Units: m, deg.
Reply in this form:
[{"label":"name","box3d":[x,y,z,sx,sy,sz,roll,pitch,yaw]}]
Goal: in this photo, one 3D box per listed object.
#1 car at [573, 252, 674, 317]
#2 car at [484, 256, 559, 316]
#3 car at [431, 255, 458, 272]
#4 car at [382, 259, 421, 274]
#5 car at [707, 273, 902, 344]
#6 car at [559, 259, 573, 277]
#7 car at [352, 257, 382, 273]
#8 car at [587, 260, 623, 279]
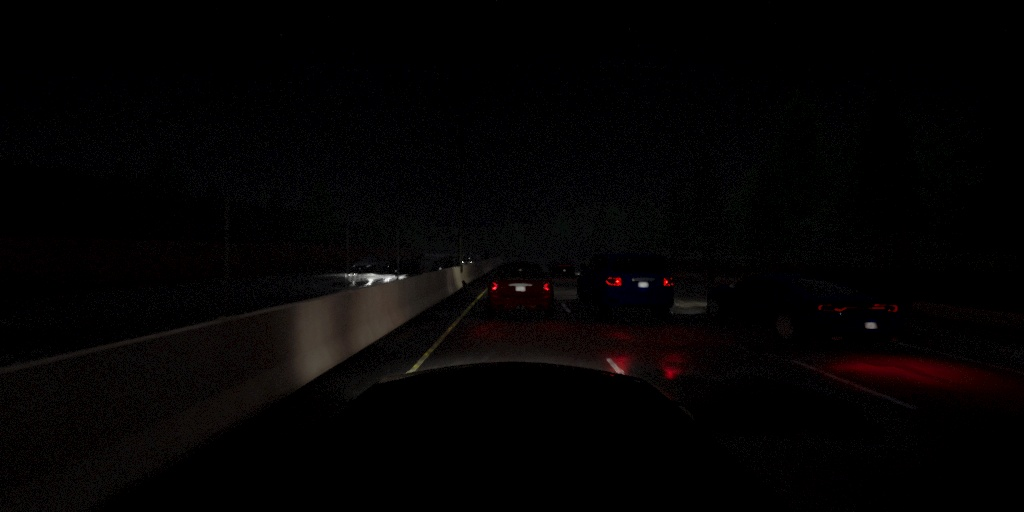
[{"label":"car","box3d":[3.812,0.884,12.920,2.150,2.045,5.566,0,1,1]},{"label":"car","box3d":[0.307,0.987,12.929,2.097,1.767,4.553,0,1,1]},{"label":"car","box3d":[-6.425,0.850,34.641,2.128,1.511,4.902,0,1,1]},{"label":"car","box3d":[-9.957,0.947,33.247,1.895,1.301,4.718,0,1,1]},{"label":"car","box3d":[7.231,1.201,9.634,1.882,1.535,5.008,0,1,1]},{"label":"car","box3d":[4.185,0.958,30.735,1.882,1.535,5.008,0,1,1]},{"label":"car","box3d":[-13.435,0.835,34.194,1.812,1.442,4.674,0,1,1]},{"label":"car","box3d":[7.666,1.080,29.902,1.994,1.385,4.181,0,1,1]}]
